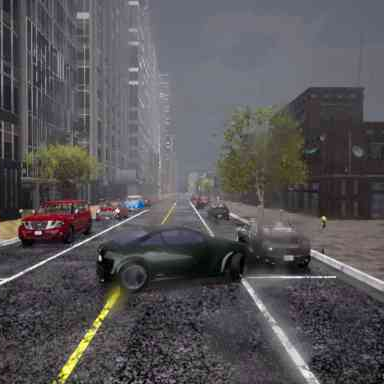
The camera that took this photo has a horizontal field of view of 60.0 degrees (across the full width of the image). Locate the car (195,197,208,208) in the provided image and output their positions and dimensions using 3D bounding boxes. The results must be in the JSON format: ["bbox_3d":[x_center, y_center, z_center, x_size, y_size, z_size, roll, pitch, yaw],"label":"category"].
[{"bbox_3d":[1.394,1.509,50.056,1.752,1.417,4.829,-1,0,-1],"label":"car"}]

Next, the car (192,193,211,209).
[{"bbox_3d":[1.541,1.301,44.353,2.192,1.841,5.009,-1,0,-1],"label":"car"}]

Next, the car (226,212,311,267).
[{"bbox_3d":[2.549,1.548,11.161,2.008,1.369,4.403,-1,0,-1],"label":"car"}]

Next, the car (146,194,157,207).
[{"bbox_3d":[-6.982,1.299,49.675,2.192,1.841,5.009,-1,0,-1],"label":"car"}]

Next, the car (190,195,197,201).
[{"bbox_3d":[0.379,1.551,88.614,1.802,1.307,4.206,-1,0,-1],"label":"car"}]

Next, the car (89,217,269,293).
[{"bbox_3d":[-0.360,1.557,8.772,4.181,1.385,1.994,0,0,-23],"label":"car"}]

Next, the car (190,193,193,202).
[{"bbox_3d":[0.812,1.291,72.017,2.192,1.841,5.009,-1,0,-1],"label":"car"}]

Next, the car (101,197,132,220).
[{"bbox_3d":[-6.390,1.432,26.816,1.967,1.590,4.097,-1,0,-1],"label":"car"}]

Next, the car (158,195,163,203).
[{"bbox_3d":[-7.416,1.522,66.274,1.887,1.381,4.507,-1,0,-1],"label":"car"}]

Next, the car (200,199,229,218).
[{"bbox_3d":[2.013,1.543,27.021,2.008,1.369,4.403,-1,0,-1],"label":"car"}]

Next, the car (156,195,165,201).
[{"bbox_3d":[-7.850,1.497,82.703,1.752,1.417,4.829,-1,0,-1],"label":"car"}]

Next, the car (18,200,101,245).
[{"bbox_3d":[-6.190,1.310,15.748,2.192,1.841,5.009,-1,0,-1],"label":"car"}]

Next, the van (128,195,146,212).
[{"bbox_3d":[-6.690,1.329,38.609,1.690,1.788,3.998,-1,0,-1],"label":"van"}]
